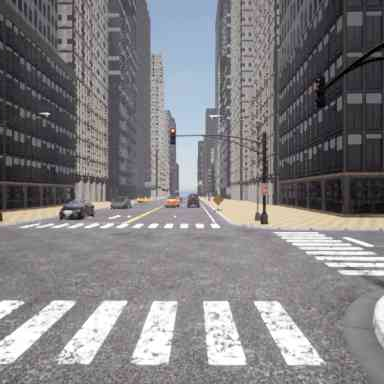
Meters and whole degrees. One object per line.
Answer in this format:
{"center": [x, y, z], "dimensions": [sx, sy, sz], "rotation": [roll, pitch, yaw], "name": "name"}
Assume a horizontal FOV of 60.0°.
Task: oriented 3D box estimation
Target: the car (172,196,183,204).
{"center": [-2.998, 1.631, 70.208], "dimensions": [2.128, 1.511, 4.902], "rotation": [0, 0, 0], "name": "car"}

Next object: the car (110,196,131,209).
{"center": [-9.726, 1.406, 45.573], "dimensions": [2.097, 1.767, 4.553], "rotation": [0, 0, 0], "name": "car"}

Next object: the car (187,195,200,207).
{"center": [0.238, 1.581, 53.415], "dimensions": [1.837, 1.490, 4.892], "rotation": [0, 0, 0], "name": "car"}

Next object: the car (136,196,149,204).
{"center": [-9.584, 1.602, 64.318], "dimensions": [1.882, 1.535, 5.008], "rotation": [0, 0, 0], "name": "car"}

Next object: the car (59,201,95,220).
{"center": [-9.777, 1.513, 28.594], "dimensions": [2.128, 1.511, 4.902], "rotation": [0, 0, 0], "name": "car"}

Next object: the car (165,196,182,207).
{"center": [-3.014, 1.426, 52.661], "dimensions": [2.097, 1.767, 4.553], "rotation": [0, 0, 0], "name": "car"}
